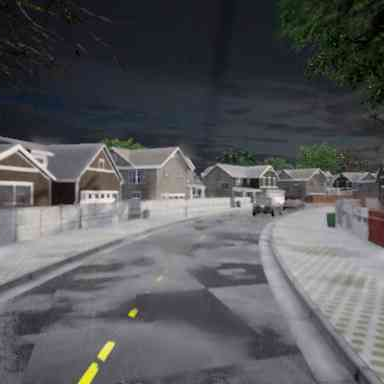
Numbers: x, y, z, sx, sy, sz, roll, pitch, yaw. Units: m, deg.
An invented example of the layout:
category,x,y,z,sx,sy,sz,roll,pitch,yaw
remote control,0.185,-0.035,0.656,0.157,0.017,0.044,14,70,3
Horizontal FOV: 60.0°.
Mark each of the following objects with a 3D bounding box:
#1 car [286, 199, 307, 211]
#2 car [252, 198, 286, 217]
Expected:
category,x,y,z,sx,sy,sz,roll,pitch,yaw
car,13.081,1.592,42.459,2.033,1.411,5.357,0,0,34
car,7.403,1.379,32.360,2.097,1.767,4.553,0,0,27
